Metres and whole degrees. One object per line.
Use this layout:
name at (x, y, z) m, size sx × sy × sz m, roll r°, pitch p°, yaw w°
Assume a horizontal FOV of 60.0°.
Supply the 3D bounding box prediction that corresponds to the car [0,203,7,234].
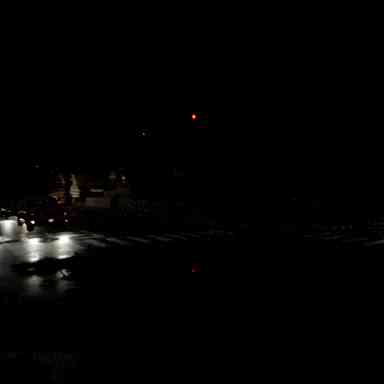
car at (-11.991, 1.565, 18.913) m, size 2.033 × 1.411 × 5.357 m, roll 1°, pitch 0°, yaw -32°

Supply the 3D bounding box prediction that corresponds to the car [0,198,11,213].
car at (-22.900, 1.553, 39.544) m, size 1.882 × 1.535 × 5.008 m, roll 1°, pitch 0°, yaw -36°

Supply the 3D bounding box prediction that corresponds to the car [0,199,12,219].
car at (-15.732, 1.585, 29.600) m, size 1.812 × 1.442 × 4.674 m, roll 1°, pitch 0°, yaw -36°

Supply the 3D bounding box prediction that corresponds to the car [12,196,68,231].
car at (-9.675, 1.269, 21.244) m, size 2.150 × 2.045 × 5.566 m, roll 1°, pitch 0°, yaw -36°
